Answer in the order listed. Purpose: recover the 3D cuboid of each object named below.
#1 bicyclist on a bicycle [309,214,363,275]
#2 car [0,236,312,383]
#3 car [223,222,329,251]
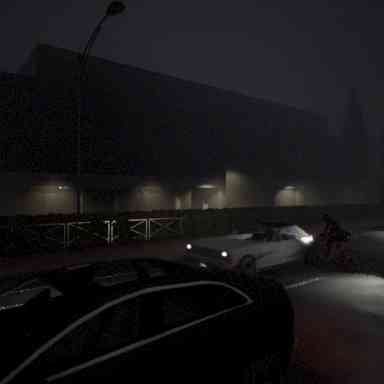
[{"bbox_3d":[3.990,1.455,9.427,0.582,1.620,1.656,0,-2,-37],"label":"bicyclist on a bicycle"},{"bbox_3d":[-0.954,1.493,3.115,4.902,1.511,2.128,0,0,-41],"label":"car"},{"bbox_3d":[2.056,1.601,10.009,4.718,1.301,1.895,0,0,-37],"label":"car"}]
